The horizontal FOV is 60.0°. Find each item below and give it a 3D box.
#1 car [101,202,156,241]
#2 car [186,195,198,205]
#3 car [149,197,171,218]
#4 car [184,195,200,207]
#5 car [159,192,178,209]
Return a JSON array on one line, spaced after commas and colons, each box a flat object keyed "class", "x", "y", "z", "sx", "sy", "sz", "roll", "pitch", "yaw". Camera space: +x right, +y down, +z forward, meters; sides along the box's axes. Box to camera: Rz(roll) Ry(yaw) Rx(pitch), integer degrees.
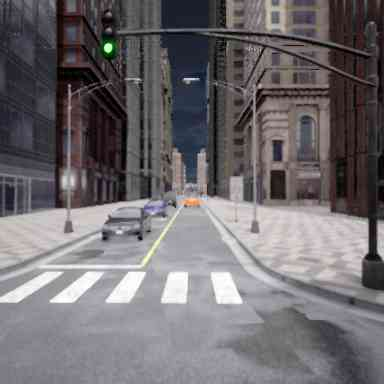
[{"class": "car", "x": -3.091, "y": 1.460, "z": 16.520, "sx": 1.812, "sy": 1.442, "sz": 4.674, "roll": 0, "pitch": 0, "yaw": 0}, {"class": "car", "x": 0.012, "y": 1.286, "z": 56.361, "sx": 1.882, "sy": 1.535, "sz": 5.008, "roll": 0, "pitch": 0, "yaw": 0}, {"class": "car", "x": -3.083, "y": 1.416, "z": 28.616, "sx": 1.812, "sy": 1.442, "sz": 4.674, "roll": 0, "pitch": 0, "yaw": 0}, {"class": "car", "x": 0.011, "y": 1.187, "z": 46.294, "sx": 2.097, "sy": 1.767, "sz": 4.553, "roll": 0, "pitch": 0, "yaw": 0}, {"class": "car", "x": -3.061, "y": 1.065, "z": 43.312, "sx": 2.150, "sy": 2.045, "sz": 5.566, "roll": 0, "pitch": 0, "yaw": 0}]
